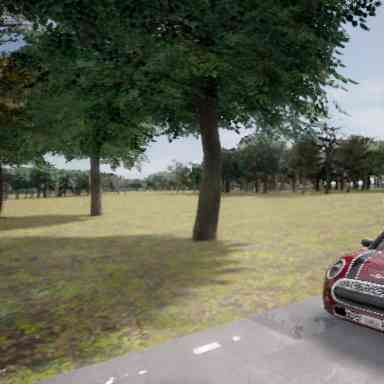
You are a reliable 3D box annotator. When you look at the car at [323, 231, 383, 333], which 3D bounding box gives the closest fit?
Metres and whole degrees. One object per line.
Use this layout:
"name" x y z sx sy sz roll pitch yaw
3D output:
"car" 4.515 1.339 6.278 4.553 1.767 2.097 0 0 -35
